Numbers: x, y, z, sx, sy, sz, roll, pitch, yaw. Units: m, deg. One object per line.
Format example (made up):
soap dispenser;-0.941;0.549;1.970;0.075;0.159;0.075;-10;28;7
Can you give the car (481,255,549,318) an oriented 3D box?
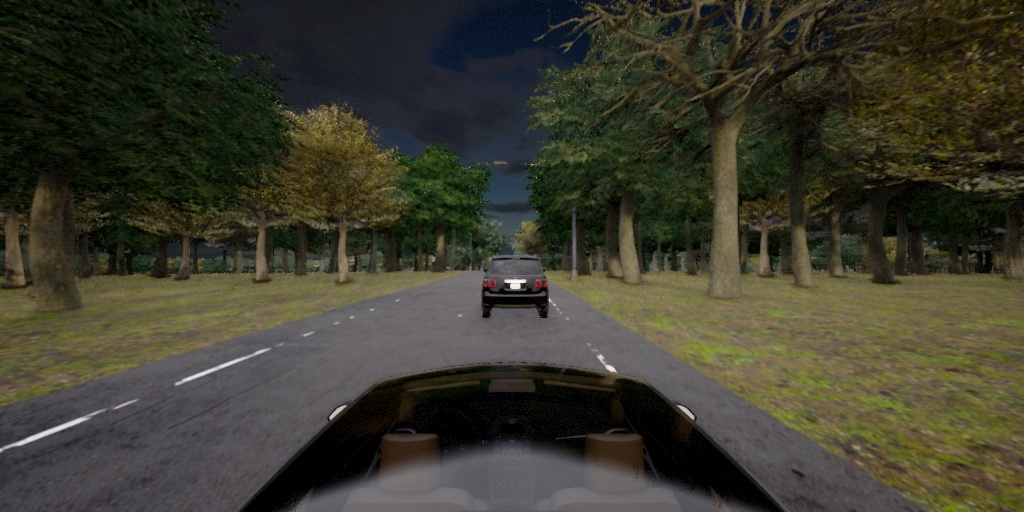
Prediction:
car;0.100;0.997;13.300;2.150;2.045;5.566;0;0;0
